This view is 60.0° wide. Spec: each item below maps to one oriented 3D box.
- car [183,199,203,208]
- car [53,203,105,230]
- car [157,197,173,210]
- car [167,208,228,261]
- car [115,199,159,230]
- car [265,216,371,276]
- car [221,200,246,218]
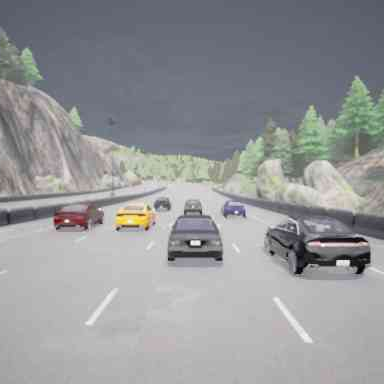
[{"bbox_3d":[0.108,1.455,33.605,2.033,1.411,5.357,0,0,0],"label":"car"},{"bbox_3d":[-6.895,1.450,20.781,1.882,1.535,5.008,0,0,0],"label":"car"},{"bbox_3d":[-3.390,1.366,39.140,1.837,1.490,4.892,0,0,0],"label":"car"},{"bbox_3d":[0.102,1.534,12.225,2.033,1.411,5.357,0,0,0],"label":"car"},{"bbox_3d":[-3.395,1.450,20.691,1.882,1.535,5.008,0,0,0],"label":"car"},{"bbox_3d":[3.603,1.480,10.349,2.128,1.511,4.902,0,0,0],"label":"car"},{"bbox_3d":[3.607,1.460,29.305,1.812,1.442,4.674,0,0,0],"label":"car"}]
